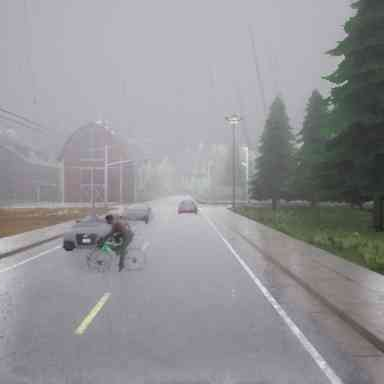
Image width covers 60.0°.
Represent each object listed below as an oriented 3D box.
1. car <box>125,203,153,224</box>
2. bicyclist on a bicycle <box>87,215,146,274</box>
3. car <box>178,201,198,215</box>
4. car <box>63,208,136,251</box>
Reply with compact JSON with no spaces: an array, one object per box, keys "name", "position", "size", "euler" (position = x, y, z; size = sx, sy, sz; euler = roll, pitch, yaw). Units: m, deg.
[{"name":"car","position":[-3.972,1.525,24.743],"size":[1.812,1.442,4.674],"euler":[0,0,-1]},{"name":"bicyclist on a bicycle","position":[-2.119,1.454,9.293],"size":[1.656,1.620,0.582],"euler":[-2,0,-1]},{"name":"car","position":[-0.440,1.564,34.247],"size":[1.994,1.385,4.181],"euler":[0,0,-1]},{"name":"car","position":[-3.801,1.564,13.905],"size":[1.994,1.385,4.181],"euler":[0,0,-1]}]
